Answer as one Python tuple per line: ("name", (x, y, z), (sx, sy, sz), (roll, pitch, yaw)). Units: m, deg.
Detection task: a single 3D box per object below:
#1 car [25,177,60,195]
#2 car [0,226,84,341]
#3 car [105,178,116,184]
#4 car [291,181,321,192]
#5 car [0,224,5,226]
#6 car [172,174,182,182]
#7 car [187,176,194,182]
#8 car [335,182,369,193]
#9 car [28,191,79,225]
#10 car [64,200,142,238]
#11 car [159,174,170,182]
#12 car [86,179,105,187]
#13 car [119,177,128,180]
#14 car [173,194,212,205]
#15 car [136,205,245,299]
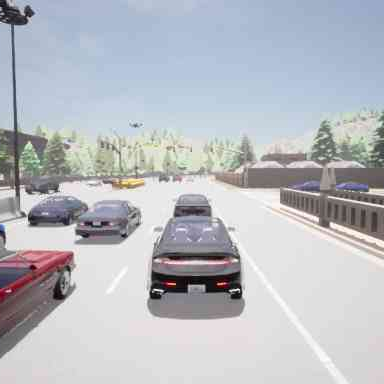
("car", (-17.790, -0.781, 39.877), (2.150, 2.045, 5.566), (0, 4, 0))
("car", (-3.420, 1.528, 5.101), (1.895, 1.301, 4.718), (0, 1, 0))
("car", (-17.857, -2.350, 72.359), (1.895, 1.301, 4.718), (0, 3, 0))
("car", (15.004, -0.617, 42.226), (4.674, 1.442, 1.812), (0, 3, 2))
("car", (-6.936, 1.283, 8.822), (1.882, 1.535, 5.008), (0, 2, 0))
("car", (-3.931, -3.612, 86.995), (2.150, 2.045, 5.566), (0, 3, 0))
("car", (-0.445, -3.458, 89.668), (1.812, 1.442, 4.674), (0, 3, 0))
("car", (18.040, -0.402, 38.633), (4.674, 1.442, 1.812), (0, 3, 2))
("car", (-6.979, 0.879, 17.794), (1.994, 1.385, 4.181), (0, 3, 0))
("car", (-3.465, 1.050, 14.616), (2.033, 1.411, 5.357), (0, 3, 0))
("car", (-7.431, -3.611, 86.977), (2.150, 2.045, 5.566), (0, 3, 0))
("car", (-17.855, -1.711, 60.523), (1.812, 1.442, 4.674), (0, 3, 0))
("car", (-17.934, -3.312, 87.404), (2.033, 1.411, 5.357), (0, 3, 0))
("car", (0.026, 0.815, 17.454), (1.882, 1.535, 5.008), (0, 3, -1))
("car", (0.068, 1.327, 8.033), (2.128, 1.511, 4.902), (0, 2, 0))
